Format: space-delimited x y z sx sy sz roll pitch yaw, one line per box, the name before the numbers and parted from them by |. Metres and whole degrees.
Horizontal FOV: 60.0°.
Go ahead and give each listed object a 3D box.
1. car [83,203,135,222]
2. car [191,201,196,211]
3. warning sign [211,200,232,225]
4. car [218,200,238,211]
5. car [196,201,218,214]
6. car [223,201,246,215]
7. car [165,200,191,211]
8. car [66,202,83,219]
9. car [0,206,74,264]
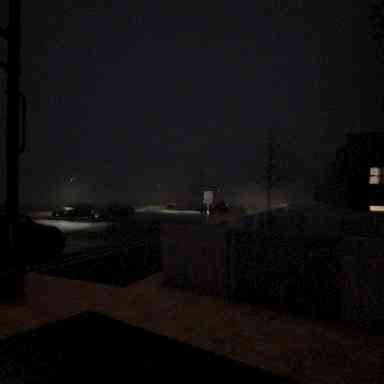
car | -6.803 1.705 28.998 2.128 1.511 4.902 2 0 21
car | 1.140 2.093 50.174 2.033 1.411 5.357 1 0 20
warning sign | 2.323 1.574 26.278 1.300 1.860 1.060 3 1 21
car | 5.947 2.193 54.036 2.128 1.511 4.902 1 0 19
car | 2.663 1.912 44.664 2.097 1.767 4.553 1 0 20
car | 5.745 2.118 43.641 1.882 1.535 5.008 1 0 20
car | -2.341 1.927 50.126 1.882 1.535 5.008 2 -1 20
car | -10.164 1.646 29.305 1.812 1.442 4.674 2 0 21
car | -6.450 1.502 11.516 2.097 1.767 4.553 2 0 14
